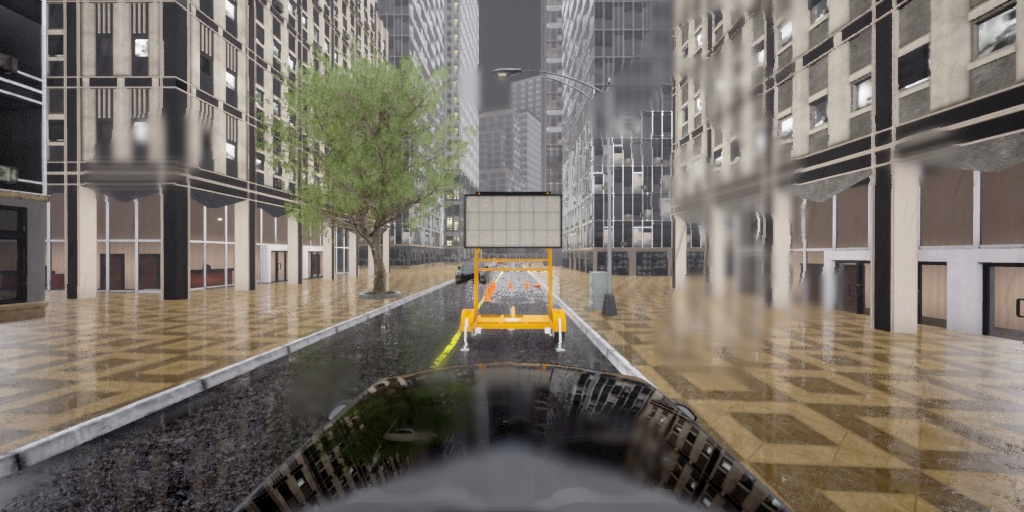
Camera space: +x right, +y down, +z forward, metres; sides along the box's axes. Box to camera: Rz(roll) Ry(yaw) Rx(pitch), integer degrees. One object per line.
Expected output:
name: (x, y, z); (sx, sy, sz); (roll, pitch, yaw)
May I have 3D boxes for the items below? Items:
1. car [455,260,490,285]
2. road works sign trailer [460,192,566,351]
car: (-2.754, 1.110, 25.701); (2.097, 1.767, 4.553); (0, 0, 0)
road works sign trailer: (0.032, 0.214, 8.949); (2.380, 3.560, 2.880); (0, 0, 0)
